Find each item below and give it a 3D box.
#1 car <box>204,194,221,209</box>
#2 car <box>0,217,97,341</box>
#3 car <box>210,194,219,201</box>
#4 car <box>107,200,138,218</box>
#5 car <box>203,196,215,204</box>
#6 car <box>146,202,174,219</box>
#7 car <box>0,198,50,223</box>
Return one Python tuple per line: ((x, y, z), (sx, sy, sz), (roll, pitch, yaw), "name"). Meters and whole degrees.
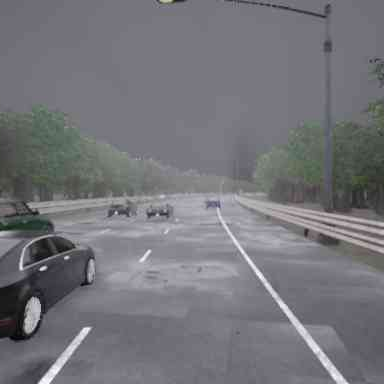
((2.826, 1.409, 43.586), (1.882, 1.535, 5.008), (0, 0, 4), "car")
((-3.332, 1.499, 6.488), (1.837, 1.490, 4.892), (0, 0, 1), "car")
((5.647, 1.344, 82.986), (1.812, 1.442, 4.674), (0, 0, 8), "car")
((-6.123, 1.457, 29.766), (1.837, 1.490, 4.892), (0, 0, 3), "car")
((3.197, 1.443, 62.549), (2.033, 1.411, 5.357), (0, 0, 6), "car")
((-2.664, 1.556, 28.904), (1.895, 1.301, 4.718), (0, 0, 3), "car")
((-6.761, 1.207, 11.317), (2.150, 2.045, 5.566), (0, 0, 1), "car")
